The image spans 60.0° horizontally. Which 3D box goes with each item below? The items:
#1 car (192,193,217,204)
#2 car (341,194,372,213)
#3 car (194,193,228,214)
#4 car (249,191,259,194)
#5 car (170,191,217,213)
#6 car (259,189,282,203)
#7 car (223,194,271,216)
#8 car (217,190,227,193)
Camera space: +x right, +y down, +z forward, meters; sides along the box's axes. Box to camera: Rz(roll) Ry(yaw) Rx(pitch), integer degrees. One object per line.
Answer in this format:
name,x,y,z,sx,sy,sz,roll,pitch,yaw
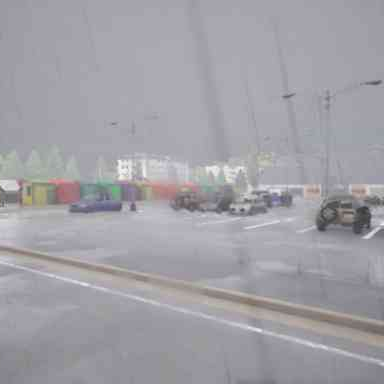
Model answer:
car,1.798,0.874,47.614,1.784,1.438,3.905,1,1,35
car,17.990,1.122,36.232,1.970,1.475,3.806,1,1,35
car,2.208,1.094,28.881,1.784,1.438,3.905,1,1,35
car,11.847,0.791,61.901,1.970,1.475,3.806,1,1,35
car,-0.013,0.854,30.383,1.932,1.855,4.605,1,1,35
car,14.208,0.584,60.221,1.905,1.878,3.866,1,1,35
car,4.574,1.157,27.213,1.970,1.475,3.806,1,1,35
car,4.129,0.695,45.890,1.932,1.855,4.605,1,1,35
